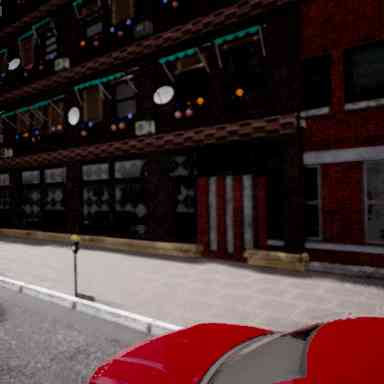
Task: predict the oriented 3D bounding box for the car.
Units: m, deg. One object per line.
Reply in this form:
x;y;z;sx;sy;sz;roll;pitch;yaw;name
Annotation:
1.189;1.546;2.042;4.507;1.381;1.887;-1;-1;35;car
